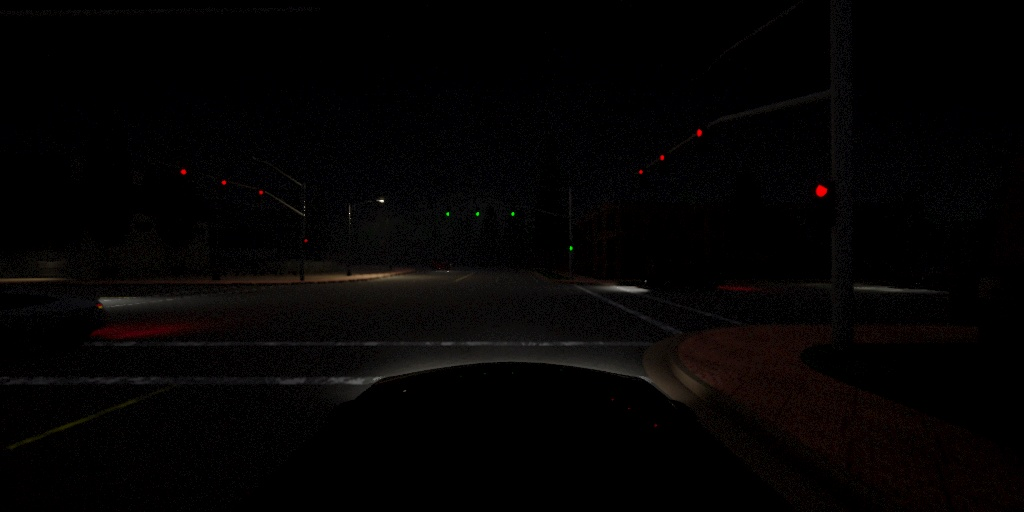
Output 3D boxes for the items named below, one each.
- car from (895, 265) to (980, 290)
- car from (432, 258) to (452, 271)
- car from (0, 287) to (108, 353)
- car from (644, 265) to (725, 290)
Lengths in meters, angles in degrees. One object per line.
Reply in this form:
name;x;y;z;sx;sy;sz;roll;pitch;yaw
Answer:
car;27.848;1.344;23.161;5.008;1.535;1.882;0;0;0
car;-11.242;1.389;57.420;2.150;2.045;5.566;0;1;-24
car;-10.519;1.331;6.579;1.812;1.442;4.674;0;0;0
car;11.068;1.370;23.196;4.892;1.490;1.837;0;0;0
